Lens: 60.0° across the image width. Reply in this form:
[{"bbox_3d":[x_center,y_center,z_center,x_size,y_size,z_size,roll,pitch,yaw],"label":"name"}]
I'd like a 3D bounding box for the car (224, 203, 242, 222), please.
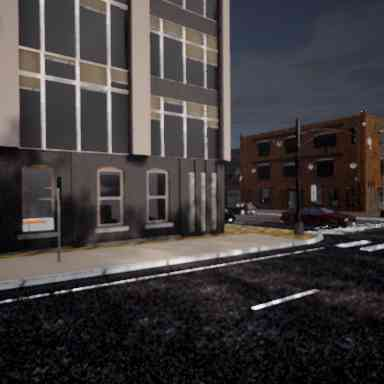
[{"bbox_3d":[1.813,1.927,28.662,1.947,1.339,4.313,-2,0,-37],"label":"car"}]

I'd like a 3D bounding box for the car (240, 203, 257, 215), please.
[{"bbox_3d":[5.433,1.909,38.258,2.008,1.369,4.403,-2,0,-37],"label":"car"}]

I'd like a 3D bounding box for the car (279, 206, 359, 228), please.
[{"bbox_3d":[8.918,1.750,23.872,2.033,1.411,5.357,-1,-1,-39],"label":"car"}]
